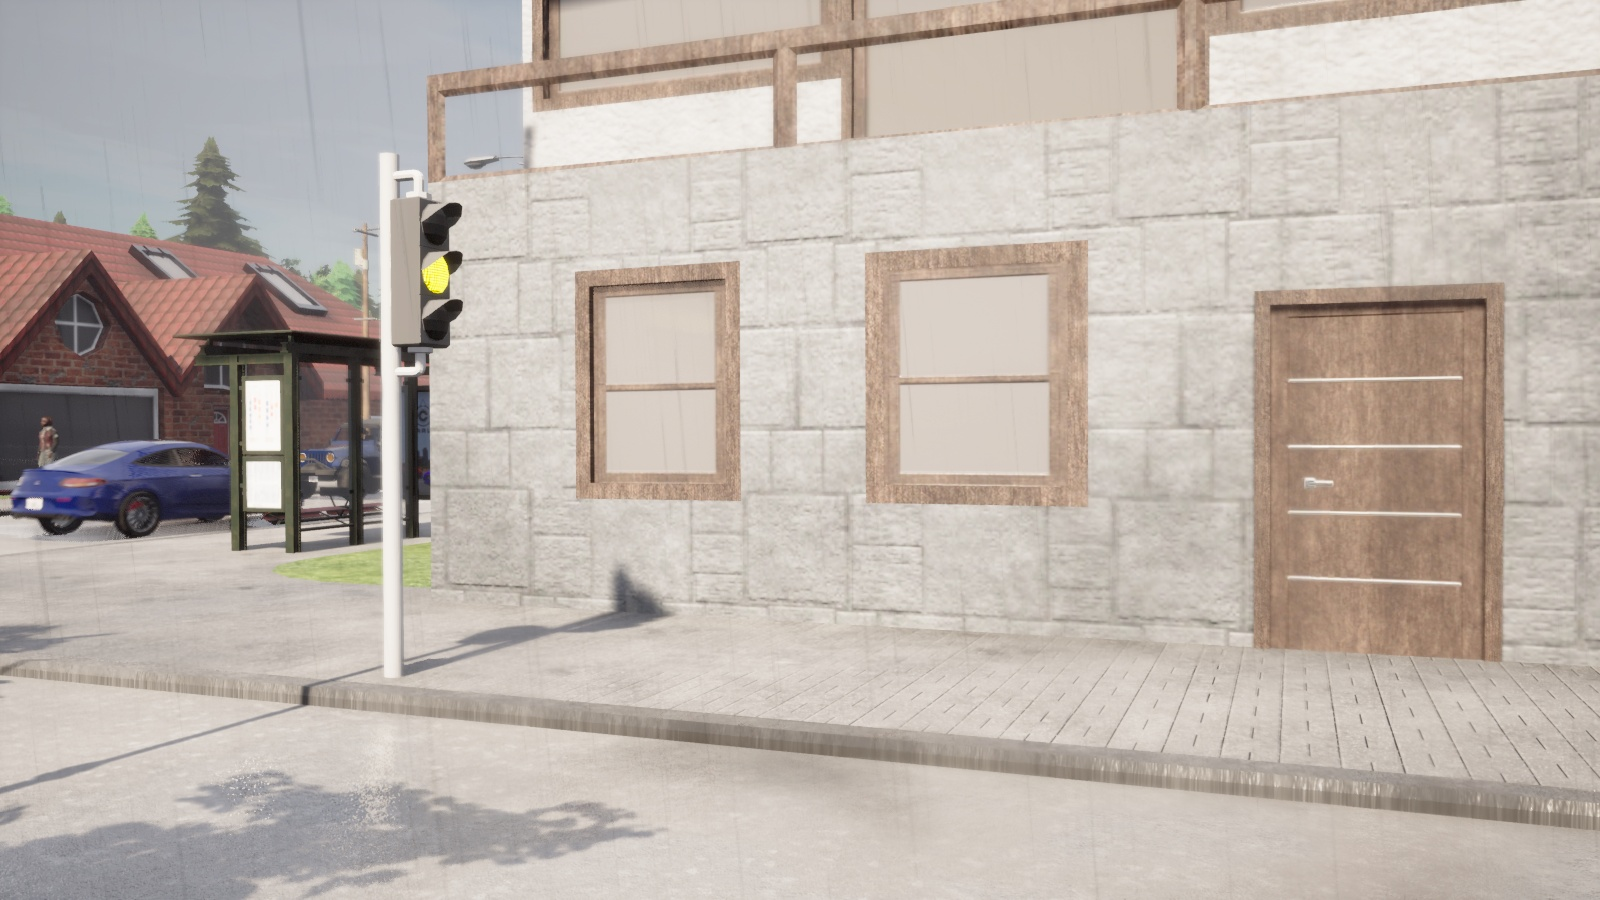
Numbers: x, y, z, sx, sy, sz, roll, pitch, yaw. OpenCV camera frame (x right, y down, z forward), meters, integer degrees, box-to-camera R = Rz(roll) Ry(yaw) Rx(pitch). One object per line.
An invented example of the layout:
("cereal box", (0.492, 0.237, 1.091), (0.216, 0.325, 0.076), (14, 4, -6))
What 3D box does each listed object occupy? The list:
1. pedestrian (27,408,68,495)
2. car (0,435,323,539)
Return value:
("pedestrian", (-16.771, 0.025, 27.995), (0.402, 1.930, 0.666), (1, 1, 21))
("car", (-10.087, 0.491, 20.211), (1.812, 1.442, 4.674), (1, 1, 22))
